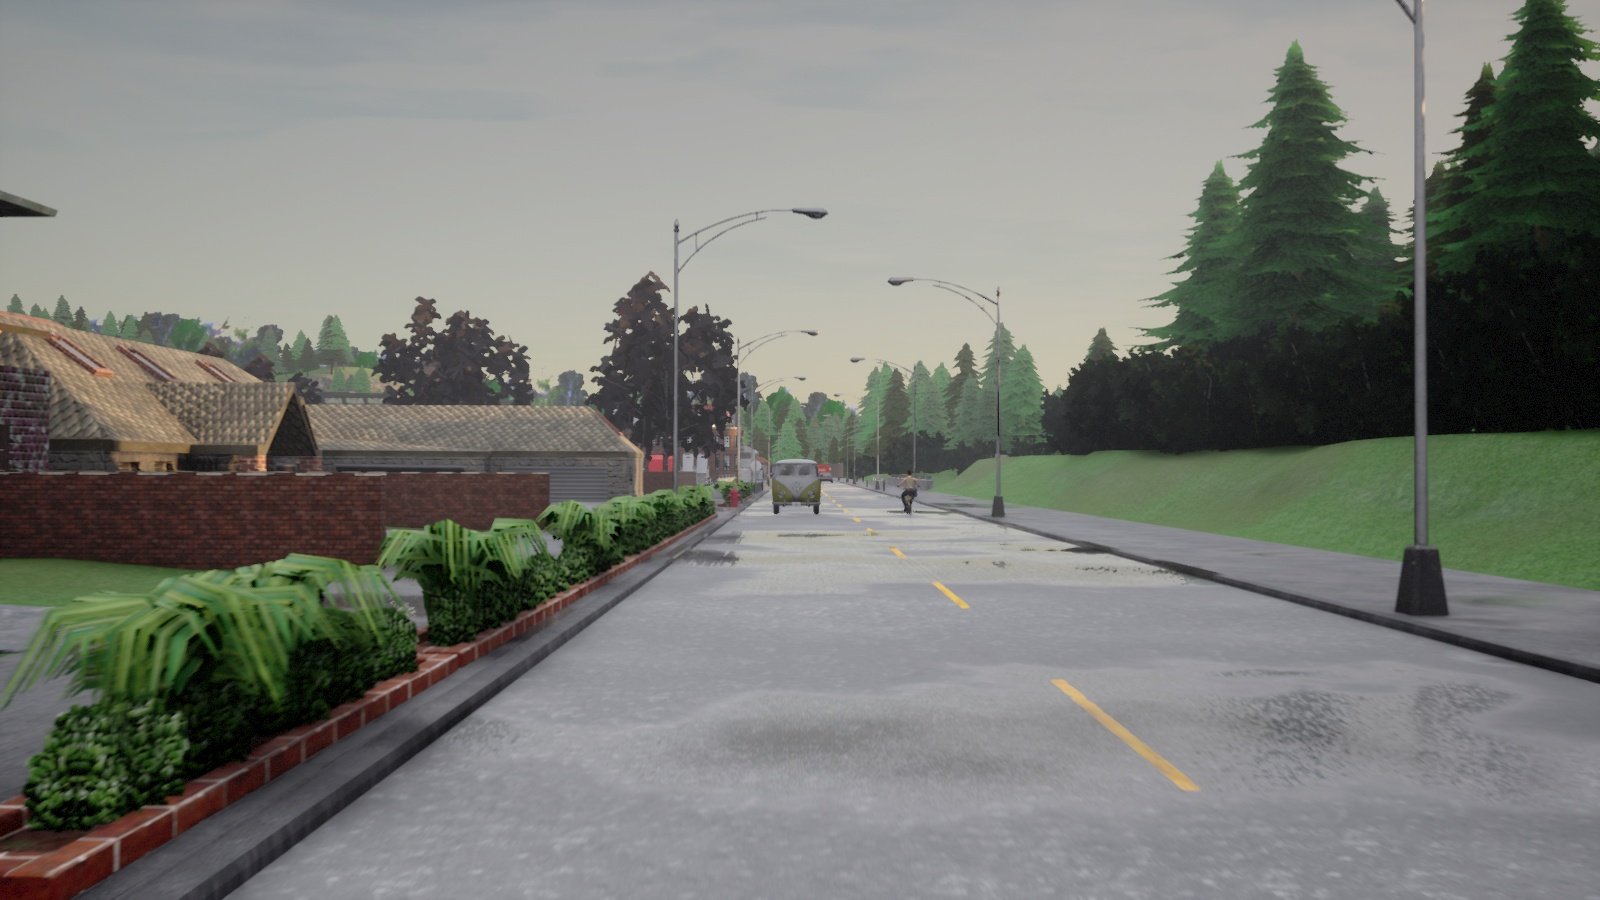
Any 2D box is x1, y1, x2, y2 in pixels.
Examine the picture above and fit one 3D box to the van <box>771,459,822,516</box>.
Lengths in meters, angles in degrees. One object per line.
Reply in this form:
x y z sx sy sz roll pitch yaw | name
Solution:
-0.120 1.339 46.063 1.775 1.987 4.442 0 -1 0 | van
